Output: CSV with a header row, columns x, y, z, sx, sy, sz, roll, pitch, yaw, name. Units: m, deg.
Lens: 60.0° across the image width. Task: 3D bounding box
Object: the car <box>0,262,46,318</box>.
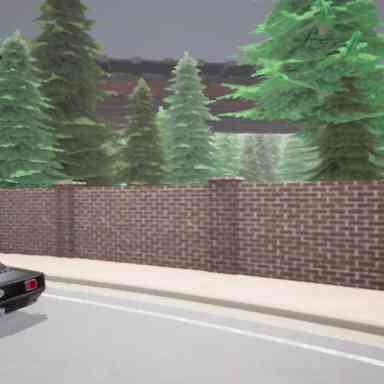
x,y,z,sx,sy,sz,roll,pitch,yaw,name
-5.146,1.689,6.151,4.718,1.301,1.895,-1,0,23,car
